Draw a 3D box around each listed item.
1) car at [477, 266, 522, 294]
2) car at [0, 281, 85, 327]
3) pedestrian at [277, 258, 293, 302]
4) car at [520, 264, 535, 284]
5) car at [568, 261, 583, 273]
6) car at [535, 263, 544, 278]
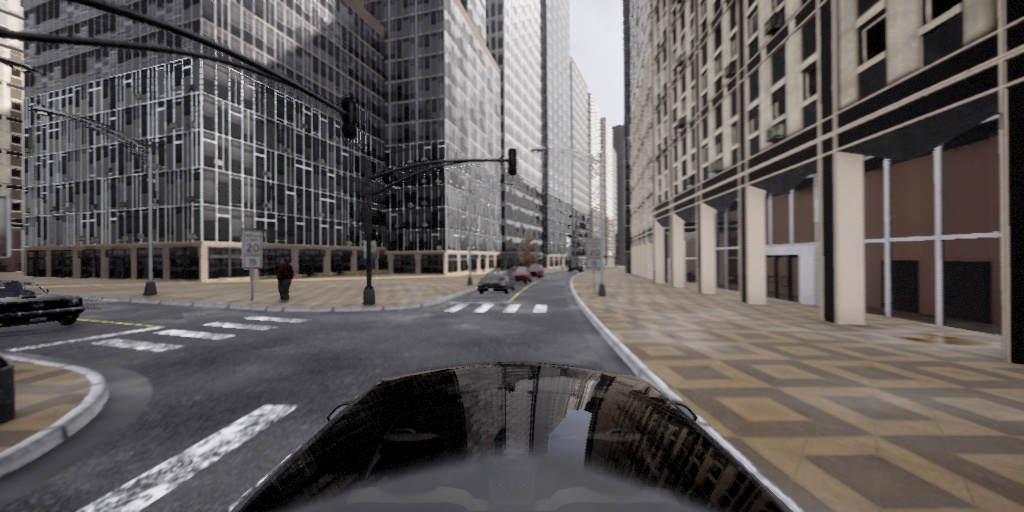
[{"bbox_3d":[-0.851,1.612,23.292,2.033,1.411,5.357,-1,-1,8],"label":"car"},{"bbox_3d":[-14.932,1.405,10.363,4.718,1.301,1.895,0,0,17],"label":"car"},{"bbox_3d":[-9.363,0.959,14.770,0.375,1.860,0.375,-1,-1,17],"label":"pedestrian"},{"bbox_3d":[0.668,1.688,32.975,1.882,1.535,5.008,-1,-1,10],"label":"car"},{"bbox_3d":[11.319,1.928,63.899,2.150,2.045,5.566,-1,-1,17],"label":"car"},{"bbox_3d":[2.587,1.717,42.672,2.097,1.767,4.553,-1,-1,12],"label":"car"}]
